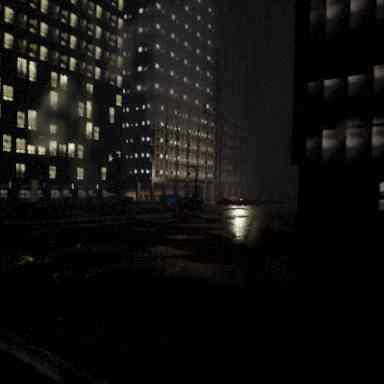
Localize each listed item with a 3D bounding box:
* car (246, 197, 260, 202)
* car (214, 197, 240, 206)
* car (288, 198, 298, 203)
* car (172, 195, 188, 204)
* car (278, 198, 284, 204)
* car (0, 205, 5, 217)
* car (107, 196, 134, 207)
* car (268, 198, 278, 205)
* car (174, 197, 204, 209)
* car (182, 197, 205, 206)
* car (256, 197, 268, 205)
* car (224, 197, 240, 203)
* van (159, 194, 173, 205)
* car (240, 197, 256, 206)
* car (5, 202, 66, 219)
[{"bbox_3d":[15.499,1.868,84.173,1.947,1.339,4.313,1,0,35],"label":"car"},{"bbox_3d":[6.110,1.777,60.673,2.033,1.411,5.357,2,1,35],"label":"car"},{"bbox_3d":[25.599,2.160,84.028,1.947,1.339,4.313,1,0,35],"label":"car"},{"bbox_3d":[-0.381,1.475,51.243,2.097,1.767,4.553,2,1,35],"label":"car"},{"bbox_3d":[19.160,2.053,74.760,1.947,1.339,4.313,1,0,35],"label":"car"},{"bbox_3d":[-17.303,1.309,26.963,1.882,1.535,5.008,2,1,35],"label":"car"},{"bbox_3d":[-10.244,1.310,47.109,1.967,1.590,4.097,1,0,35],"label":"car"},{"bbox_3d":[15.944,1.874,70.125,1.967,1.590,4.097,1,0,35],"label":"car"},{"bbox_3d":[-0.154,1.729,46.955,1.947,1.339,4.313,1,0,35],"label":"car"},{"bbox_3d":[0.331,1.652,57.609,1.994,1.385,4.181,2,1,35],"label":"car"},{"bbox_3d":[12.722,1.962,65.492,1.802,1.307,4.206,1,0,35],"label":"car"},{"bbox_3d":[9.063,1.776,74.907,1.802,1.307,4.206,1,0,35],"label":"car"},{"bbox_3d":[-3.806,1.320,56.375,1.690,1.788,3.998,1,0,35],"label":"van"},{"bbox_3d":[9.504,1.892,60.857,1.947,1.339,4.313,1,0,35],"label":"car"},{"bbox_3d":[-12.922,1.498,28.346,2.008,1.369,4.403,1,0,35],"label":"car"}]
